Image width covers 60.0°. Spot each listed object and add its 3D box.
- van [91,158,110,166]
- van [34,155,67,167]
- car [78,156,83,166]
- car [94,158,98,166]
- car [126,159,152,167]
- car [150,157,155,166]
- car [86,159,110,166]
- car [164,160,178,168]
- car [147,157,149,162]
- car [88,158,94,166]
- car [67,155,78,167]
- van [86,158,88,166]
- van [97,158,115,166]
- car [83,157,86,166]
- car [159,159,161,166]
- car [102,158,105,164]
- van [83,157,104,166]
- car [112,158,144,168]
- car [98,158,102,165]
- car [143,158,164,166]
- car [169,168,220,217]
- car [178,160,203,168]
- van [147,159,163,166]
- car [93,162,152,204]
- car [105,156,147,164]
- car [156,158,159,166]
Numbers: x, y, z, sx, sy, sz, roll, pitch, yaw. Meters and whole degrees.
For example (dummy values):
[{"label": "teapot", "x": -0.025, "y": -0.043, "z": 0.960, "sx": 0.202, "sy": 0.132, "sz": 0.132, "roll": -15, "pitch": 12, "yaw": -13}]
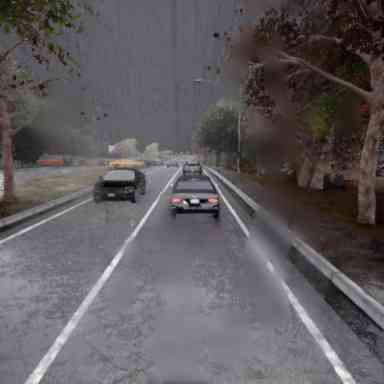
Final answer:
[{"label": "van", "x": -23.444, "y": -7.743, "z": 85.330, "sx": 4.442, "sy": 1.987, "sz": 1.878, "roll": 0, "pitch": 5, "yaw": 0}, {"label": "van", "x": -23.629, "y": -5.096, "z": 54.855, "sx": 4.442, "sy": 1.987, "sz": 1.878, "roll": 0, "pitch": 5, "yaw": 0}, {"label": "car", "x": -23.337, "y": -5.380, "z": 60.513, "sx": 5.366, "sy": 1.575, "sz": 1.946, "roll": 0, "pitch": 5, "yaw": 0}, {"label": "car", "x": -23.535, "y": -6.320, "z": 71.425, "sx": 5.008, "sy": 1.535, "sz": 2.097, "roll": 0, "pitch": 5, "yaw": 0}, {"label": "car", "x": -10.481, "y": -5.714, "z": 65.859, "sx": 4.792, "sy": 1.488, "sz": 2.163, "roll": 0, "pitch": 5, "yaw": 0}, {"label": "car", "x": -10.417, "y": -5.755, "z": 63.069, "sx": 5.566, "sy": 2.045, "sz": 2.435, "roll": 0, "pitch": 5, "yaw": 0}, {"label": "car", "x": -23.374, "y": -7.283, "z": 82.592, "sx": 5.366, "sy": 1.575, "sz": 1.946, "roll": 0, "pitch": 5, "yaw": 0}, {"label": "car", "x": -3.401, "y": -4.986, "z": 58.843, "sx": 1.994, "sy": 1.385, "sz": 4.181, "roll": 0, "pitch": 5, "yaw": 0}, {"label": "car", "x": -10.445, "y": -5.020, "z": 57.563, "sx": 5.008, "sy": 1.535, "sz": 2.097, "roll": 0, "pitch": 5, "yaw": 0}, {"label": "car", "x": -23.504, "y": -6.218, "z": 68.779, "sx": 4.553, "sy": 1.767, "sz": 2.185, "roll": 0, "pitch": 5, "yaw": 0}, {"label": "car", "x": -23.544, "y": -5.386, "z": 57.732, "sx": 5.566, "sy": 2.045, "sz": 2.435, "roll": 0, "pitch": 5, "yaw": 0}, {"label": "van", "x": -23.646, "y": -6.081, "z": 66.010, "sx": 4.442, "sy": 1.987, "sz": 1.878, "roll": 0, "pitch": 5, "yaw": 0}, {"label": "van", "x": -23.454, "y": -8.190, "z": 90.703, "sx": 4.442, "sy": 1.987, "sz": 1.878, "roll": 0, "pitch": 4, "yaw": 0}, {"label": "car", "x": -23.520, "y": -5.617, "z": 63.270, "sx": 4.892, "sy": 1.521, "sz": 2.231, "roll": 0, "pitch": 5, "yaw": 0}, {"label": "car", "x": -10.445, "y": -6.904, "z": 79.687, "sx": 4.792, "sy": 1.488, "sz": 2.163, "roll": 0, "pitch": 5, "yaw": 0}, {"label": "car", "x": -23.544, "y": -6.805, "z": 77.071, "sx": 4.892, "sy": 1.521, "sz": 2.231, "roll": 0, "pitch": 5, "yaw": 0}, {"label": "van", "x": -23.669, "y": -7.269, "z": 79.811, "sx": 4.442, "sy": 1.987, "sz": 1.878, "roll": 0, "pitch": 5, "yaw": 0}, {"label": "car", "x": -10.439, "y": -4.765, "z": 54.803, "sx": 4.892, "sy": 1.521, "sz": 2.231, "roll": 0, "pitch": 5, "yaw": 0}, {"label": "car", "x": -23.540, "y": -6.568, "z": 74.310, "sx": 5.008, "sy": 1.535, "sz": 2.097, "roll": 0, "pitch": 5, "yaw": 0}, {"label": "car", "x": -10.519, "y": -8.121, "z": 90.713, "sx": 5.566, "sy": 2.045, "sz": 2.435, "roll": 0, "pitch": 4, "yaw": 0}, {"label": "car", "x": 0.082, "y": 0.036, "z": 13.200, "sx": 2.033, "sy": 1.411, "sz": 5.357, "roll": 0, "pitch": 7, "yaw": 0}, {"label": "car", "x": 0.044, "y": -2.404, "z": 33.073, "sx": 2.128, "sy": 1.511, "sz": 4.902, "roll": 0, "pitch": 6, "yaw": 0}, {"label": "van", "x": -10.379, "y": -8.288, "z": 93.485, "sx": 4.442, "sy": 1.987, "sz": 1.878, "roll": 0, "pitch": 4, "yaw": 0}, {"label": "car", "x": -3.373, "y": -0.446, "z": 16.316, "sx": 1.882, "sy": 1.535, "sz": 5.008, "roll": 0, "pitch": 7, "yaw": 0}, {"label": "car", "x": -10.244, "y": -4.507, "z": 52.046, "sx": 5.366, "sy": 1.575, "sz": 1.946, "roll": 0, "pitch": 5, "yaw": 0}, {"label": "car", "x": -10.471, "y": -6.458, "z": 74.154, "sx": 5.008, "sy": 1.535, "sz": 2.097, "roll": 0, "pitch": 5, "yaw": 0}]
